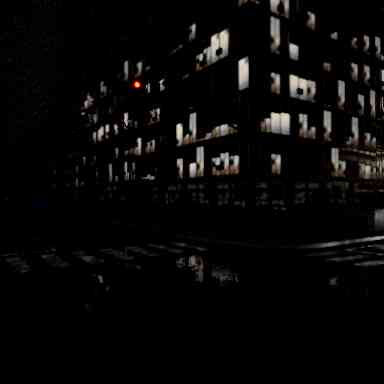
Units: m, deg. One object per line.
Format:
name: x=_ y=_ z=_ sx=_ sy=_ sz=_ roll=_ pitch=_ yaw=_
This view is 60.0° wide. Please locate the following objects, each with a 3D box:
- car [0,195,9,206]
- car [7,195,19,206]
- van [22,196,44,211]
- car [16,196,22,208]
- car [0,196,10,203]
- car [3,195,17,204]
car: x=-31.978 y=1.515 z=54.913 sx=1.882 sy=1.535 sz=5.008 roll=0 pitch=0 yaw=-34
car: x=-29.135 y=1.621 z=55.354 sx=1.802 sy=1.307 sz=4.206 roll=1 pitch=0 yaw=-34
van: x=-19.528 y=1.372 z=41.266 sx=1.690 sy=1.788 sz=3.998 roll=1 pitch=0 yaw=-34
car: x=-22.731 y=1.616 z=45.961 sx=1.802 sy=1.307 sz=4.206 roll=1 pitch=0 yaw=-34
car: x=-41.943 y=1.596 z=74.137 sx=2.008 sy=1.369 sz=4.403 roll=1 pitch=0 yaw=-34
car: x=-35.539 y=1.482 z=64.746 sx=1.967 sy=1.590 sz=4.097 roll=1 pitch=0 yaw=-34
